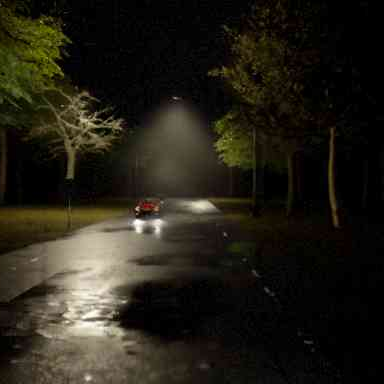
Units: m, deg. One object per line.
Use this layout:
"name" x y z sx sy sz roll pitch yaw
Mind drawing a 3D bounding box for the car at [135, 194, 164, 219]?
"car" -3.631 1.323 28.849 2.097 1.767 4.553 0 0 -1

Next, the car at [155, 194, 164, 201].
"car" -6.863 1.119 70.391 1.994 1.385 4.181 0 1 -5
